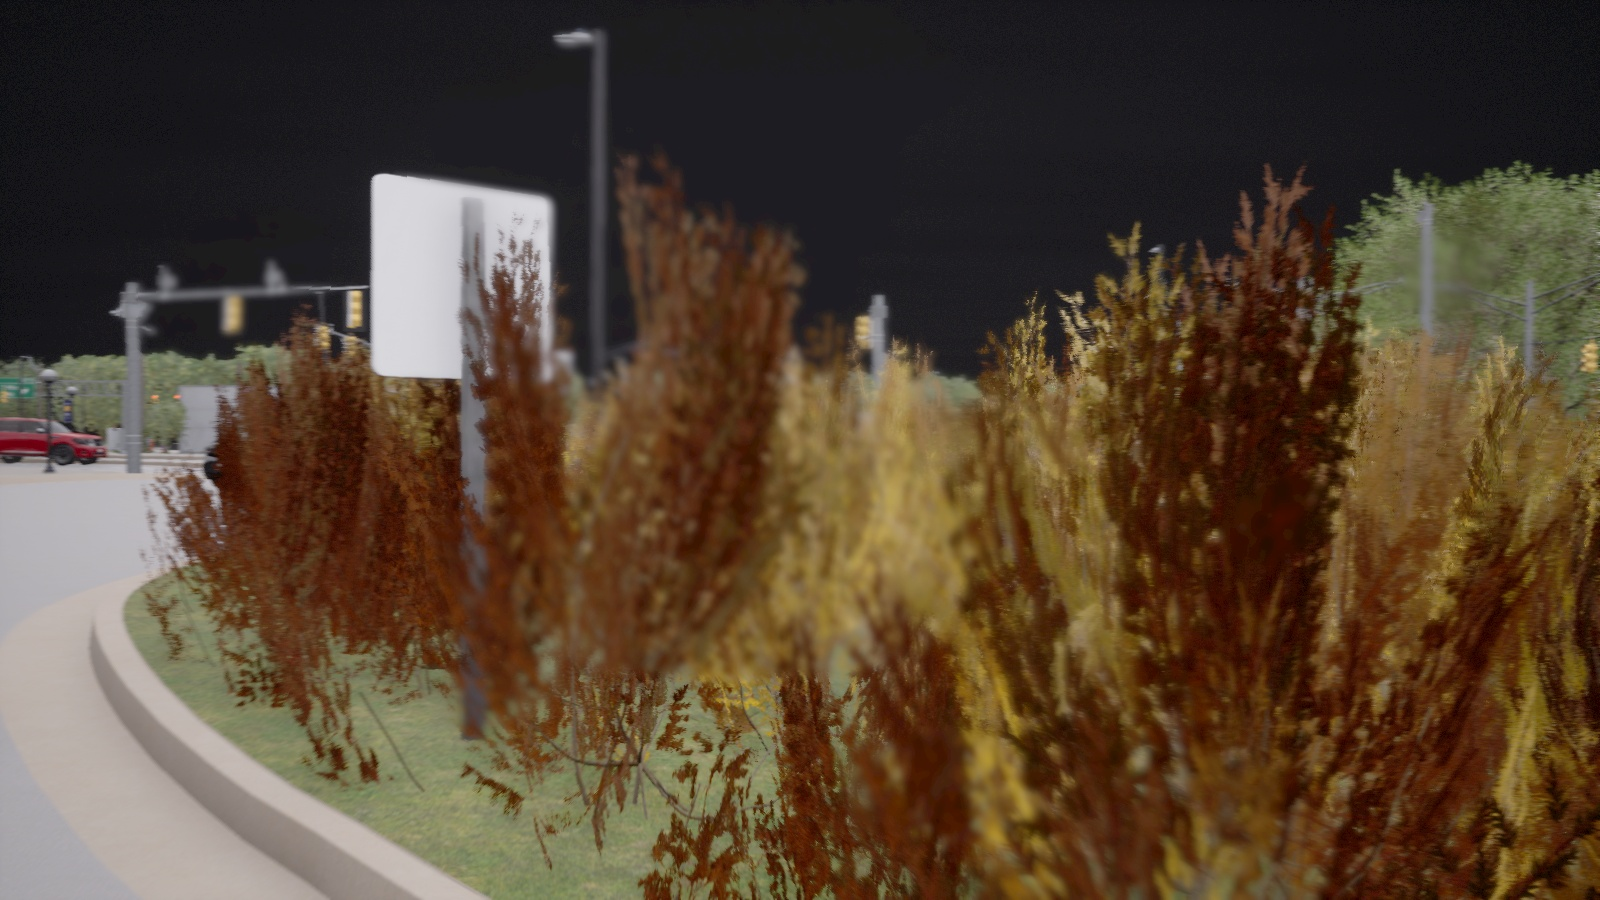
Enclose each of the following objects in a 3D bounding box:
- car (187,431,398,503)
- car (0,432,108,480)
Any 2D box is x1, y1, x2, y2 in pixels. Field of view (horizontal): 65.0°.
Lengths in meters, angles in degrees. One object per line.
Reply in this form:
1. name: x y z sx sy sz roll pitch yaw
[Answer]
1. car: -11.441 0.345 28.591 1.816 1.474 4.193 -1 1 29
2. car: -33.429 0.233 54.480 5.566 2.045 2.150 0 0 -2
